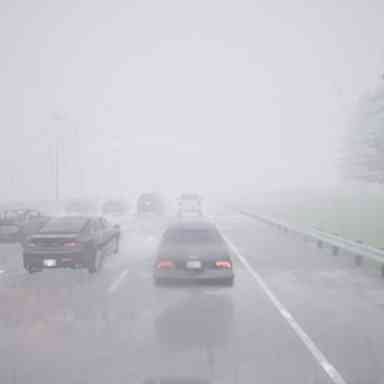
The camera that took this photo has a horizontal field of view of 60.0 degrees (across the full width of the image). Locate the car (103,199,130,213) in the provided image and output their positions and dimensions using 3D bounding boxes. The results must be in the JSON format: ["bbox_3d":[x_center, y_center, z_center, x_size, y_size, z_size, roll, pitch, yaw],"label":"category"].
[{"bbox_3d":[-7.240,1.374,31.986,2.128,1.511,4.902,0,0,-1],"label":"car"}]

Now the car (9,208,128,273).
[{"bbox_3d":[-3.502,1.470,10.548,1.837,1.490,4.892,0,0,-1],"label":"car"}]

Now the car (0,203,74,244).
[{"bbox_3d":[-7.040,1.455,14.090,2.128,1.511,4.902,0,0,-1],"label":"car"}]

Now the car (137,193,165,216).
[{"bbox_3d":[-3.728,1.095,30.814,2.150,2.045,5.566,0,0,-1],"label":"car"}]

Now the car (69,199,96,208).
[{"bbox_3d":[-10.744,1.386,32.461,2.128,1.511,4.902,0,0,-1],"label":"car"}]

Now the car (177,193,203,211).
[{"bbox_3d":[-0.222,1.082,30.320,2.150,2.045,5.566,0,0,-1],"label":"car"}]

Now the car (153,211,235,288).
[{"bbox_3d":[0.015,1.504,9.213,2.033,1.411,5.357,0,0,-1],"label":"car"}]
